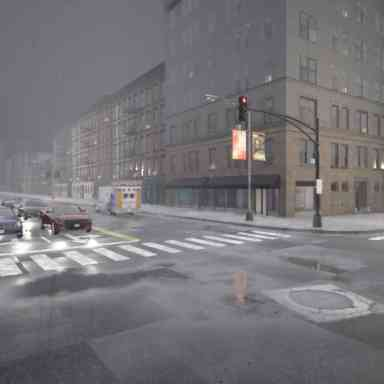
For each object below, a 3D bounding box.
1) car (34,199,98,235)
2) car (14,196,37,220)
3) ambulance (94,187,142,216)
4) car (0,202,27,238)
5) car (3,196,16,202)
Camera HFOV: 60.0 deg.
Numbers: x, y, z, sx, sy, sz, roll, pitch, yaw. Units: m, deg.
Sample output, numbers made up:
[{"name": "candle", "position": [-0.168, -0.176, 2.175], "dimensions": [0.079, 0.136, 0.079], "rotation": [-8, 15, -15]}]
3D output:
[{"name": "car", "position": [-7.095, 1.363, 18.431], "dimensions": [1.882, 1.535, 5.008], "rotation": [-1, 1, -35]}, {"name": "car", "position": [-12.352, 1.331, 25.978], "dimensions": [1.837, 1.490, 4.892], "rotation": [-1, 1, -35]}, {"name": "ambulance", "position": [-6.825, 0.791, 29.589], "dimensions": [2.351, 2.431, 6.366], "rotation": [-1, 1, -35]}, {"name": "car", "position": [-9.617, 1.446, 16.402], "dimensions": [1.812, 1.442, 4.674], "rotation": [-1, 1, -35]}, {"name": "car", "position": [-19.076, 1.235, 35.651], "dimensions": [2.128, 1.511, 4.902], "rotation": [-1, 1, -35]}]
